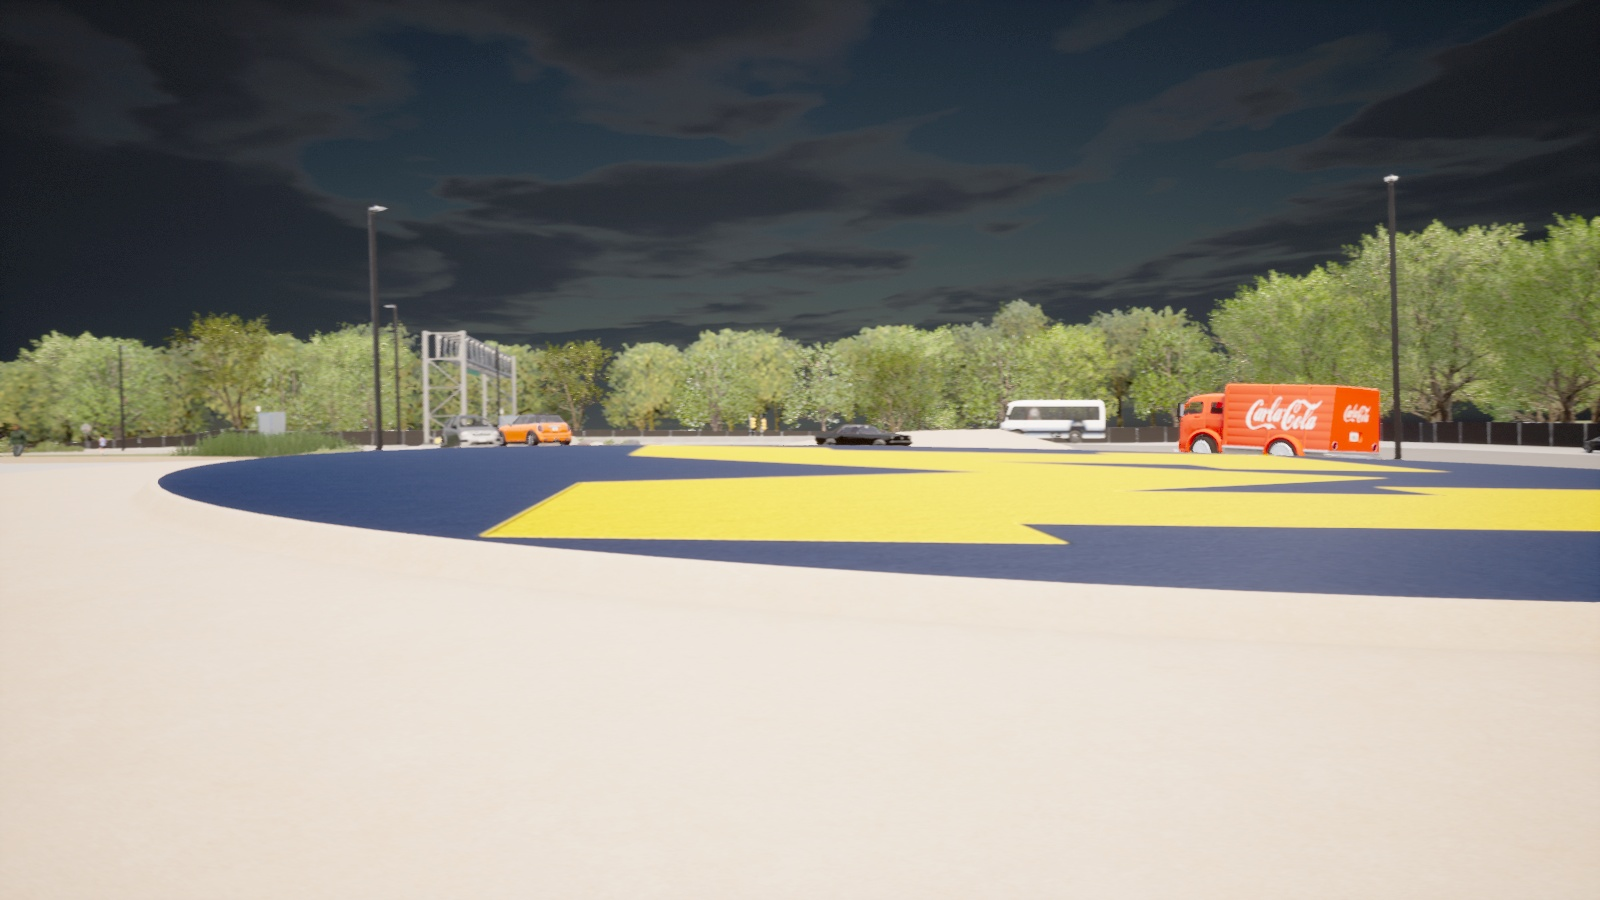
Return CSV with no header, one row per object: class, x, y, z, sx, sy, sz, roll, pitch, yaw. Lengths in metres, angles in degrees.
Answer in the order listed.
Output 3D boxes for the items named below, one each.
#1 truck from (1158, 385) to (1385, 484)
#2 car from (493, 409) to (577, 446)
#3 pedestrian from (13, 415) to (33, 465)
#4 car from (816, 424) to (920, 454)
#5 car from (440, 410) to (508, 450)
truck,12.989,-0.486,34.955,2.627,2.467,5.204,2,2,-34
car,-13.295,-1.134,62.838,2.097,1.767,4.553,-2,2,-42
pedestrian,-28.844,-0.374,46.604,0.353,1.847,0.614,-1,0,-8
car,3.212,-0.540,60.203,4.718,1.301,1.895,2,1,39
car,-13.891,-0.861,53.418,1.851,1.617,3.988,-2,2,-29
